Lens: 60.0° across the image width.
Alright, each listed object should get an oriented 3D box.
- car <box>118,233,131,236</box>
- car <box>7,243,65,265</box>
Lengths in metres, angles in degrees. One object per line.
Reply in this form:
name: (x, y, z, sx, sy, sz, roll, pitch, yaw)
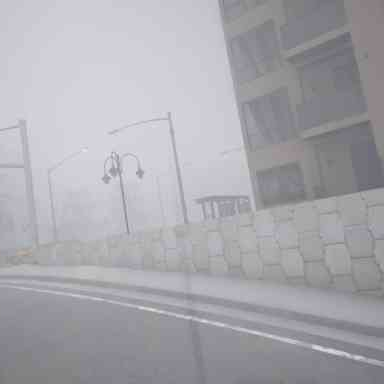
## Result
car: (-7.853, 5.455, 37.491, 1.895, 1.301, 4.718, -14, -8, 35)
car: (-13.694, 5.362, 29.558, 1.882, 1.535, 5.008, -14, -8, 35)
